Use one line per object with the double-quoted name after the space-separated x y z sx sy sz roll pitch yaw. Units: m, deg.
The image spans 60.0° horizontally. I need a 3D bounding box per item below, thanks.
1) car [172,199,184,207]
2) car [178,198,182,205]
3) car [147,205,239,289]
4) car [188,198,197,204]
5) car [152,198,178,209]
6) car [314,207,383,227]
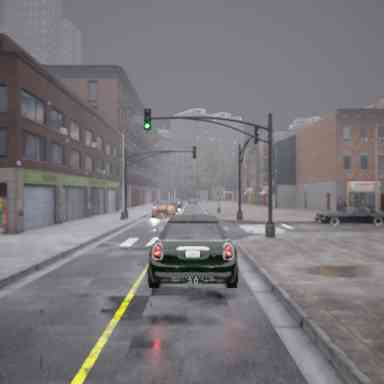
-2.706 1.986 63.639 2.033 1.411 5.357 0 0 1 "car"
-2.789 1.831 42.959 2.033 1.411 5.357 0 0 0 "car"
0.044 1.411 9.472 2.097 1.767 4.553 0 0 1 "car"
0.110 2.081 75.165 1.994 1.385 4.181 0 0 0 "car"
-2.802 1.569 33.492 2.097 1.767 4.553 0 0 0 "car"
10.958 1.675 22.830 4.718 1.301 1.895 0 0 0 "car"
